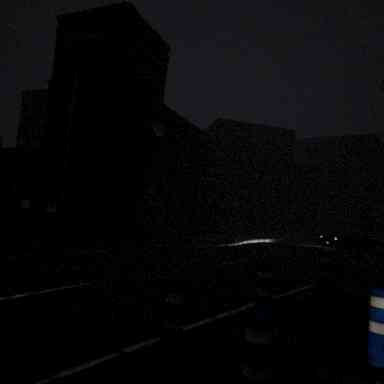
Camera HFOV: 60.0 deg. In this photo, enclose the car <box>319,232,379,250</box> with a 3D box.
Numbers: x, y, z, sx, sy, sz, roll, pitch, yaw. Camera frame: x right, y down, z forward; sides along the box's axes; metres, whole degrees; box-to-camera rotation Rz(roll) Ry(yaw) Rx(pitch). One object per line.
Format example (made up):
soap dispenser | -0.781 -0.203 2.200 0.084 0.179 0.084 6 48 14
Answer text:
car | 12.457 3.830 26.504 4.718 1.301 1.895 7 -4 -23
